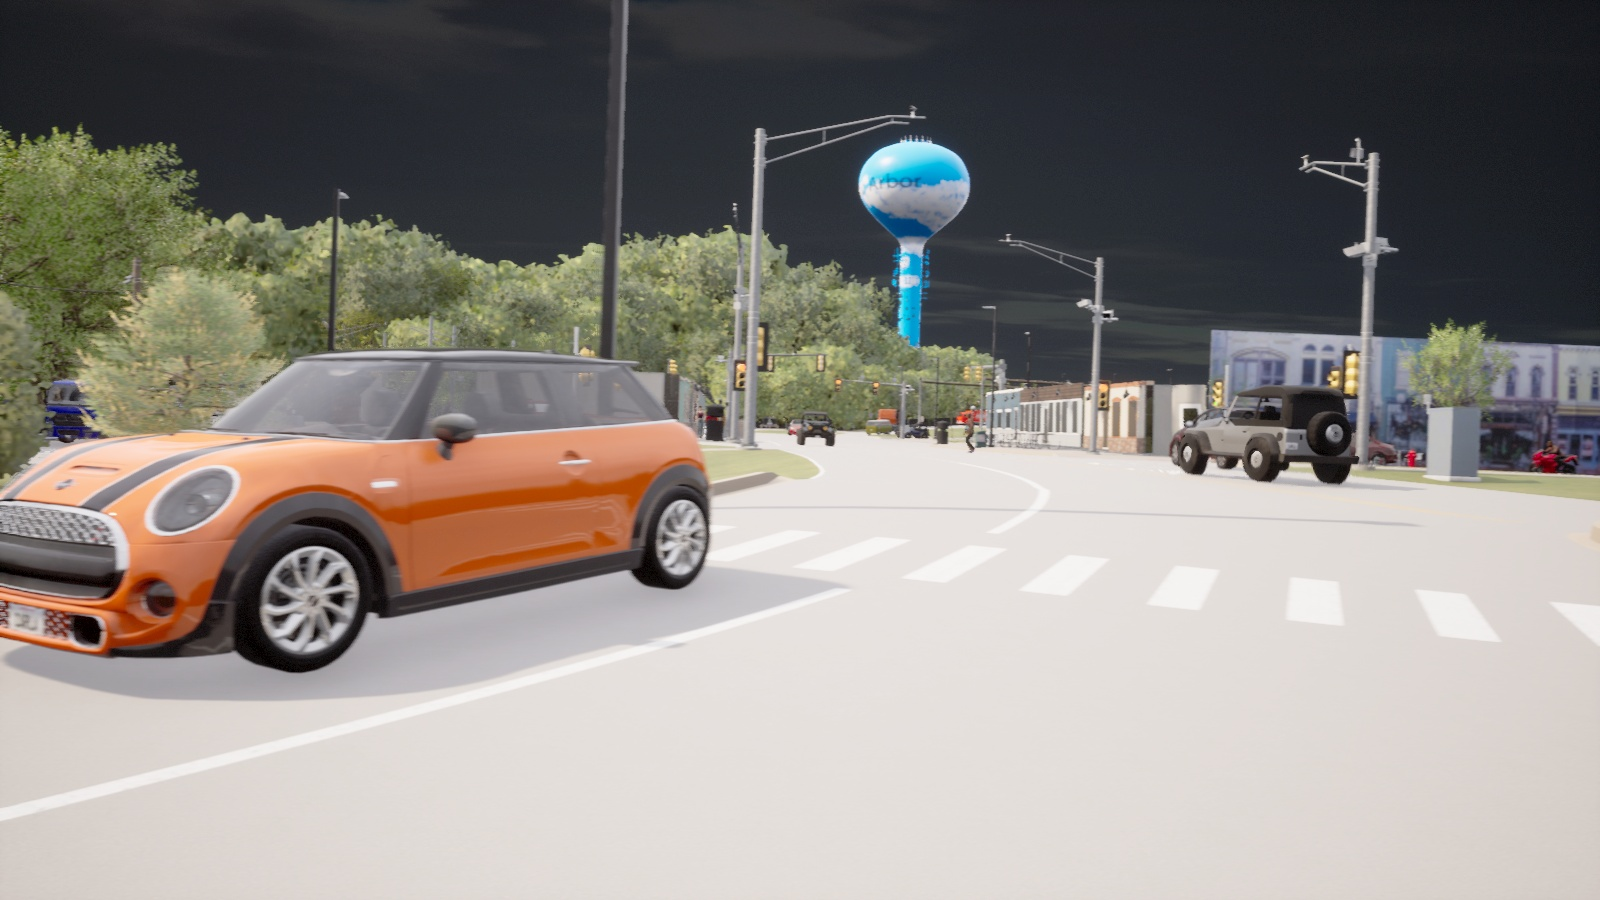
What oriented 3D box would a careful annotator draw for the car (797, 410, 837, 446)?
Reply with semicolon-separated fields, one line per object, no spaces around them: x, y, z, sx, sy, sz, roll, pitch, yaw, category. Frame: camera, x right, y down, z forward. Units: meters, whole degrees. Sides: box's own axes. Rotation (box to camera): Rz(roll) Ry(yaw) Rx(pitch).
0.901;-1.188;68.465;1.905;1.878;3.866;1;1;-3;car

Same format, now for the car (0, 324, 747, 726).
-2.502;0.191;7.962;2.097;1.767;4.553;1;4;32;car

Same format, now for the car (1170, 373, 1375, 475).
9.386;-0.545;25.302;1.905;1.878;3.866;1;2;-16;car

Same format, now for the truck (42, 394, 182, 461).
-37.608;-1.291;69.077;2.891;3.462;7.936;1;2;4;truck

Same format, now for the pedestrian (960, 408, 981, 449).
7.576;-0.949;55.723;0.869;1.805;0.328;1;0;0;pedestrian

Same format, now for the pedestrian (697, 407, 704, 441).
-5.525;-1.448;70.032;0.345;1.836;0.594;1;0;-3;pedestrian

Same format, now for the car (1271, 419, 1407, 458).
21.632;-0.441;50.535;4.674;1.442;1.812;1;0;-3;car

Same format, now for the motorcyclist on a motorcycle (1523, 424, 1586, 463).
30.603;-0.273;50.958;2.044;1.523;0.797;1;0;-3;motorcyclist on a motorcycle

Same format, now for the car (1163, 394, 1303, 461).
11.233;-0.595;32.900;1.851;1.617;3.988;1;1;-7;car
